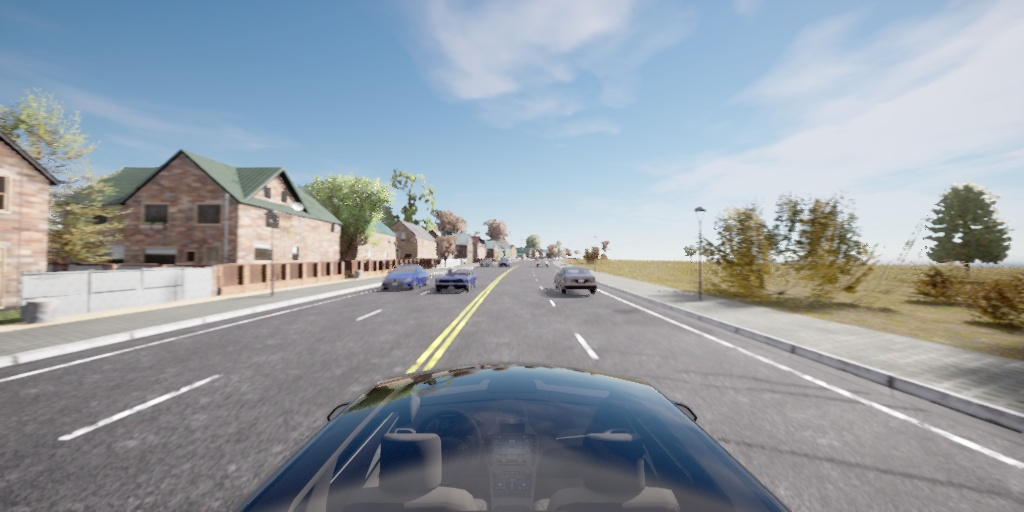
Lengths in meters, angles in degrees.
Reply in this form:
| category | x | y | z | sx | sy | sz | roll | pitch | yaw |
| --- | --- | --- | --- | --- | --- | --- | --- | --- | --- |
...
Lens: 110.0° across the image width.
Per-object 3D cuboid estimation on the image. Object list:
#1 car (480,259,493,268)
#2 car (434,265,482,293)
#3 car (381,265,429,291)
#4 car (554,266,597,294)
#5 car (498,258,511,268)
| category | x | y | z | sx | sy | sz | roll | pitch | yaw |
| --- | --- | --- | --- | --- | --- | --- | --- | --- | --- |
| car | -4.471 | 1.239 | 63.110 | 2.128 | 1.511 | 4.902 | 0 | 0 | 4 |
| car | -3.137 | 1.346 | 20.937 | 1.895 | 1.301 | 4.718 | 0 | 0 | 1 |
| car | -6.356 | 1.267 | 21.952 | 1.812 | 1.442 | 4.674 | 0 | 0 | 1 |
| car | 3.532 | 1.303 | 20.551 | 2.033 | 1.411 | 5.357 | 0 | 0 | 1 |
| car | -1.269 | 1.106 | 62.325 | 2.097 | 1.767 | 4.553 | 0 | 0 | 4 |
